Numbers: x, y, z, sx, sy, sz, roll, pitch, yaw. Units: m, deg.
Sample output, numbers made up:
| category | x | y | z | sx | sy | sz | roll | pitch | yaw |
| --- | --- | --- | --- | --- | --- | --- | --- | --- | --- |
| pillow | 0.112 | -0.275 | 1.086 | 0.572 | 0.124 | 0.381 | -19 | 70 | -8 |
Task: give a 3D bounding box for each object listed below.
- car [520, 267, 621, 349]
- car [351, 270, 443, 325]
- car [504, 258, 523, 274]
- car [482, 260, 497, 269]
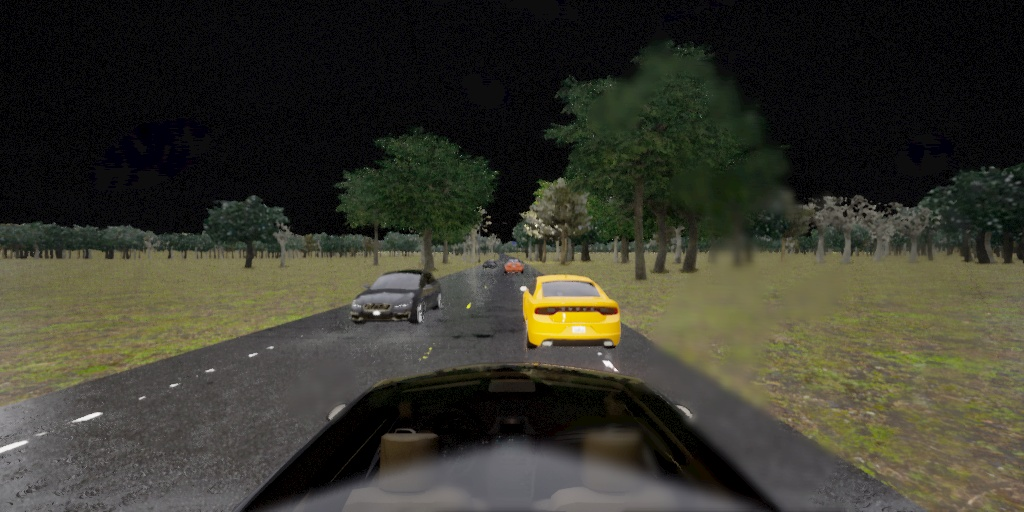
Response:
| category | x | y | z | sx | sy | sz | roll | pitch | yaw |
| --- | --- | --- | --- | --- | --- | --- | --- | --- | --- |
| car | 1.258 | 1.222 | 9.169 | 1.882 | 1.535 | 5.008 | 0 | 0 | 0 |
| car | -3.556 | 1.246 | 11.863 | 1.837 | 1.490 | 4.892 | 0 | 0 | 0 |
| car | 0.229 | 1.050 | 40.881 | 2.097 | 1.767 | 4.553 | 0 | 0 | 0 |
| car | -3.380 | 1.233 | 55.035 | 1.994 | 1.385 | 4.181 | 0 | 0 | 0 |
